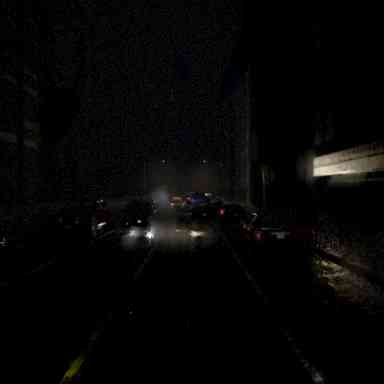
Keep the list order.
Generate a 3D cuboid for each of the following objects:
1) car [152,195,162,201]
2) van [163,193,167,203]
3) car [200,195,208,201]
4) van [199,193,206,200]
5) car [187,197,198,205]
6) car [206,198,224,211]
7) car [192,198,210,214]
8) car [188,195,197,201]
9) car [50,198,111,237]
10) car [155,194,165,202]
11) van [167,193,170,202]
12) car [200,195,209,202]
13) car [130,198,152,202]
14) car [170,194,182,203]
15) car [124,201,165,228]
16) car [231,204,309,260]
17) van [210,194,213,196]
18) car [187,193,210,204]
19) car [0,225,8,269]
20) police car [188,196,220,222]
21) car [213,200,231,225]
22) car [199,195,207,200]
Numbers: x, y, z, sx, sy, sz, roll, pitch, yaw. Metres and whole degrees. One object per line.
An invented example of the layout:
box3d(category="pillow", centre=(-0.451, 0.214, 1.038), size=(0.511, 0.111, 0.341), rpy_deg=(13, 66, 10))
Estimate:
box3d(category="car", centre=(-5.744, 1.470, 46.125), size=(2.008, 1.369, 4.403), rpy_deg=(0, 0, 0))
box3d(category="van", centre=(-5.740, 1.240, 57.406), size=(1.690, 1.788, 3.998), rpy_deg=(0, 0, 0))
box3d(category="car", centre=(2.797, 1.441, 79.970), size=(1.802, 1.307, 4.206), rpy_deg=(0, 0, 0))
box3d(category="van", centre=(2.801, 1.179, 91.250), size=(1.690, 1.788, 3.998), rpy_deg=(0, 0, 0))
box3d(category="car", centre=(0.028, 1.497, 59.096), size=(1.895, 1.301, 4.718), rpy_deg=(0, 0, 0))
box3d(category="car", centre=(2.779, 1.473, 40.485), size=(1.887, 1.381, 4.507), rpy_deg=(0, 0, 0))
box3d(category="car", centre=(0.917, 1.463, 35.948), size=(1.812, 1.442, 4.674), rpy_deg=(0, 0, 0))
box3d(category="car", centre=(0.035, 1.374, 74.455), size=(1.895, 1.301, 4.718), rpy_deg=(0, 0, 0))
box3d(category="car", centre=(-5.758, 1.283, 17.920), size=(2.192, 1.841, 5.009), rpy_deg=(0, 0, 0))
box3d(category="car", centre=(-5.741, 1.435, 51.595), size=(1.752, 1.417, 4.829), rpy_deg=(0, 0, 0))
box3d(category="van", centre=(-5.737, 1.230, 63.046), size=(1.690, 1.788, 3.998), rpy_deg=(0, 0, 0))
box3d(category="car", centre=(2.794, 1.451, 74.329), size=(1.802, 1.307, 4.206), rpy_deg=(0, 0, 0))
box3d(category="car", centre=(-5.749, 1.505, 34.843), size=(1.947, 1.339, 4.313), rpy_deg=(0, 0, 0))
box3d(category="car", centre=(-2.970, 1.554, 65.015), size=(1.895, 1.301, 4.718), rpy_deg=(0, 0, 0))
box3d(category="car", centre=(-3.089, 1.526, 21.449), size=(1.994, 1.385, 4.181), rpy_deg=(0, 0, 0))
box3d(category="car", centre=(2.765, 1.418, 12.281), size=(1.967, 1.590, 4.097), rpy_deg=(0, 0, 0))
box3d(category="van", centre=(2.786, 1.240, 57.406), size=(1.690, 1.788, 3.998), rpy_deg=(0, 0, 0))
box3d(category="car", centre=(0.721, 1.148, 41.956), size=(2.150, 2.045, 5.566), rpy_deg=(0, 0, -1))
box3d(category="car", centre=(-5.763, 1.303, 6.639), size=(2.192, 1.841, 5.009), rpy_deg=(0, 0, 0))
box3d(category="police car", centre=(0.856, 1.379, 26.049), size=(1.930, 1.638, 5.238), rpy_deg=(0, 0, -1))
box3d(category="car", centre=(2.771, 1.524, 23.563), size=(1.947, 1.339, 4.313), rpy_deg=(0, 0, 0))
box3d(category="car", centre=(2.800, 1.414, 85.610), size=(1.947, 1.339, 4.313), rpy_deg=(0, 0, 0))
